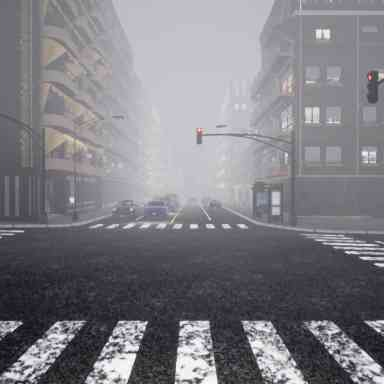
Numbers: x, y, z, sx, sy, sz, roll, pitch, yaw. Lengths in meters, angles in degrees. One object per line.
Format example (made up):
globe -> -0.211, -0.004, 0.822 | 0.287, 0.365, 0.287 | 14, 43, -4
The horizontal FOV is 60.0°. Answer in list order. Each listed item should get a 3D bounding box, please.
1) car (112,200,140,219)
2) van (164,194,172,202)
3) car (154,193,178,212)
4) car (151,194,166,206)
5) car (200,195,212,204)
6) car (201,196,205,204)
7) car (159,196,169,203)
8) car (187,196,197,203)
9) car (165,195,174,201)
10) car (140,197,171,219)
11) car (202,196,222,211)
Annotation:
car -> -5.713, 1.438, 29.202 | 1.967, 1.590, 4.097 | 0, 0, 0
van -> -5.748, 1.337, 79.951 | 1.690, 1.788, 3.998 | 0, 0, 0
car -> -3.114, 1.349, 38.913 | 2.097, 1.767, 4.553 | 0, 0, 0
car -> -5.733, 1.312, 57.395 | 2.192, 1.841, 5.009 | 0, 0, 0
car -> 2.644, 1.437, 63.035 | 1.967, 1.590, 4.097 | 0, 0, 0
car -> 2.656, 1.542, 46.118 | 1.887, 1.381, 4.507 | 0, 0, 0
car -> -5.740, 1.522, 68.503 | 1.752, 1.417, 4.829 | 0, 0, 0
car -> 0.051, 1.561, 69.704 | 1.994, 1.385, 4.181 | 0, 0, 0
car -> -5.751, 1.546, 85.590 | 2.008, 1.369, 4.403 | 0, 0, 0
car -> -3.108, 1.475, 29.285 | 1.882, 1.535, 5.008 | 0, 0, -1
car -> 2.660, 1.548, 40.480 | 2.008, 1.369, 4.403 | 0, 0, 0
